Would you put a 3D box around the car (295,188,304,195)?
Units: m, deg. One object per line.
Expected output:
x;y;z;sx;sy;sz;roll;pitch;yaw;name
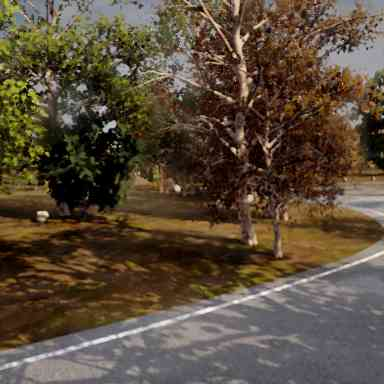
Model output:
15.030;-0.140;43.638;1.895;1.301;4.718;-4;3;-7;car

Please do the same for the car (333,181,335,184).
24.682;-1.748;62.537;4.892;1.490;1.837;-5;3;-26;car
